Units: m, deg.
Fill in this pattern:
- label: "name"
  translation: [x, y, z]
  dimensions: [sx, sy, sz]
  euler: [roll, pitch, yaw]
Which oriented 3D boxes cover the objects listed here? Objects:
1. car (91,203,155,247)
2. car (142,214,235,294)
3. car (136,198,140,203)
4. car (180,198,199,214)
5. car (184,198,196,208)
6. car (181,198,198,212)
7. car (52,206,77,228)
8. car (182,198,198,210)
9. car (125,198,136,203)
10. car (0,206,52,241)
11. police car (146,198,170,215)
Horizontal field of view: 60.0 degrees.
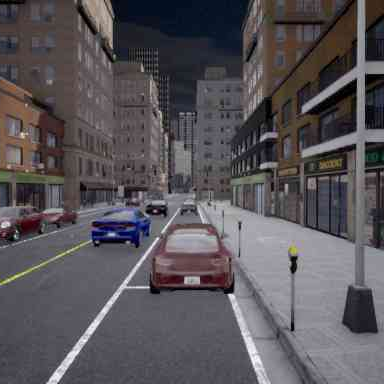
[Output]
- label: "car"
  translation: [-3.045, 1.473, 15.095]
  dimensions: [1.882, 1.535, 5.008]
  euler: [0, 0, 0]
- label: "car"
  translation: [0.003, 1.523, 8.652]
  dimensions: [1.812, 1.442, 4.674]
  euler: [0, 0, 0]
- label: "car"
  translation: [-6.145, 1.153, 47.563]
  dimensions: [2.128, 1.511, 4.902]
  euler: [0, 0, 0]
- label: "car"
  translation: [-0.280, 1.537, 32.939]
  dimensions: [2.008, 1.369, 4.403]
  euler: [-1, 0, 0]
- label: "car"
  translation: [-0.276, 1.553, 49.696]
  dimensions: [1.802, 1.307, 4.206]
  euler: [-1, 0, 0]
- label: "car"
  translation: [-0.279, 1.507, 38.694]
  dimensions: [1.752, 1.417, 4.829]
  euler: [-1, 0, 0]
- label: "car"
  translation: [-8.821, 1.575, 21.767]
  dimensions: [1.802, 1.307, 4.206]
  euler: [-1, 0, 0]
- label: "car"
  translation: [-0.277, 1.543, 44.111]
  dimensions: [1.947, 1.339, 4.313]
  euler: [-1, 0, 0]
- label: "car"
  translation: [-8.821, 1.516, 49.695]
  dimensions: [1.887, 1.381, 4.507]
  euler: [-1, 0, 0]
- label: "car"
  translation: [-8.823, 1.435, 16.181]
  dimensions: [1.967, 1.590, 4.097]
  euler: [-1, 0, 0]
- label: "police car"
  translation: [-3.144, 1.412, 31.097]
  dimensions: [1.930, 1.638, 5.238]
  euler: [0, 0, 0]
